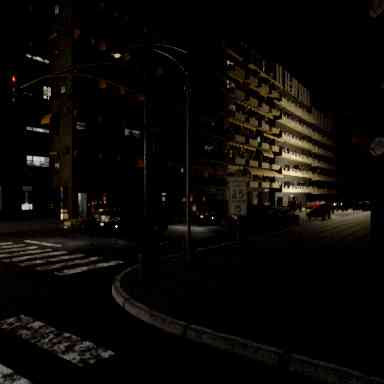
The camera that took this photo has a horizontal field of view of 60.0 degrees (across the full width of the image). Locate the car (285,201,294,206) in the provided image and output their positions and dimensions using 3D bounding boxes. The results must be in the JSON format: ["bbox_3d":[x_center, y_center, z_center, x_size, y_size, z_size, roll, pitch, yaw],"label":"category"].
[{"bbox_3d":[13.240,2.446,49.819,1.752,1.417,4.829,-1,-2,35],"label":"car"}]

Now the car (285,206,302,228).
[{"bbox_3d":[7.253,2.043,26.654,1.887,1.381,4.507,-1,-2,35],"label":"car"}]

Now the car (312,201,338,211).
[{"bbox_3d":[19.421,2.456,48.536,1.837,1.490,4.892,0,-1,35],"label":"car"}]

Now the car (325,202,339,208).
[{"bbox_3d":[32.786,3.067,77.824,1.887,1.381,4.507,-1,-2,35],"label":"car"}]

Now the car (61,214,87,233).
[{"bbox_3d":[-6.208,1.834,21.952,1.752,1.417,4.829,-1,-2,35],"label":"car"}]

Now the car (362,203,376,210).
[{"bbox_3d":[36.424,2.971,68.451,1.947,1.339,4.313,-1,-2,35],"label":"car"}]

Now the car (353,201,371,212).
[{"bbox_3d":[29.939,2.522,59.169,2.192,1.841,5.009,-1,-2,35],"label":"car"}]

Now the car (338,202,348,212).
[{"bbox_3d":[25.302,2.626,56.973,2.128,1.511,4.902,0,-1,35],"label":"car"}]

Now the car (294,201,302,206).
[{"bbox_3d":[16.578,2.340,54.608,2.192,1.841,5.009,-1,-2,35],"label":"car"}]

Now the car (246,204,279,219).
[{"bbox_3d":[8.094,2.191,37.874,1.837,1.490,4.892,0,-1,35],"label":"car"}]

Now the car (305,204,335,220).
[{"bbox_3d":[13.735,2.284,35.941,1.802,1.307,4.206,-1,-2,35],"label":"car"}]

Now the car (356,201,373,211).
[{"bbox_3d":[33.181,2.622,63.814,2.192,1.841,5.009,-1,-2,35],"label":"car"}]

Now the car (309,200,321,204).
[{"bbox_3d":[23.062,2.771,63.892,1.887,1.381,4.507,-1,-2,35],"label":"car"}]

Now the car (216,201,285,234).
[{"bbox_3d":[4.010,1.711,22.016,2.192,1.841,5.009,-1,-2,35],"label":"car"}]

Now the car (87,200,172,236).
[{"bbox_3d":[-3.543,1.541,21.224,2.150,2.045,5.566,0,-1,35],"label":"car"}]

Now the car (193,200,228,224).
[{"bbox_3d":[2.367,1.728,29.693,2.150,2.045,5.566,0,-1,34],"label":"car"}]

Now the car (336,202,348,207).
[{"bbox_3d":[39.270,3.282,87.114,1.947,1.339,4.313,-1,-2,35],"label":"car"}]
